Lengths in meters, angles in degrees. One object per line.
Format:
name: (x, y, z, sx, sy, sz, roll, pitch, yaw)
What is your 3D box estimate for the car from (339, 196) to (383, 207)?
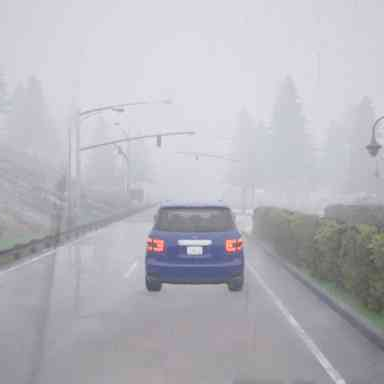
car: (16.125, 1.375, 30.729, 5.566, 2.045, 2.150, 0, 0, 0)

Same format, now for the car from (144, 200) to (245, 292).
car: (0.070, 1.219, 9.103, 2.150, 2.045, 5.566, 0, 0, 0)
